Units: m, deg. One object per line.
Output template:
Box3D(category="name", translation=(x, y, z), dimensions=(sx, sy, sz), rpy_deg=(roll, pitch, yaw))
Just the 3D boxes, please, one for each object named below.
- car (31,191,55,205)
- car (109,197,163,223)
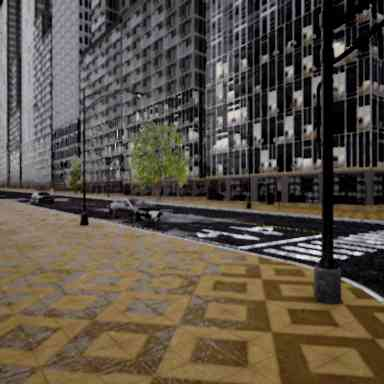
Box3D(category="car", translation=(-18.197, 0.719, 40.481), dimensions=(1.837, 1.490, 4.892), rpy_deg=(0, 1, -37))
Box3D(category="car", translation=(-3.787, 1.132, 22.017), dimensions=(2.128, 1.511, 4.902), rpy_deg=(0, 1, -38))
